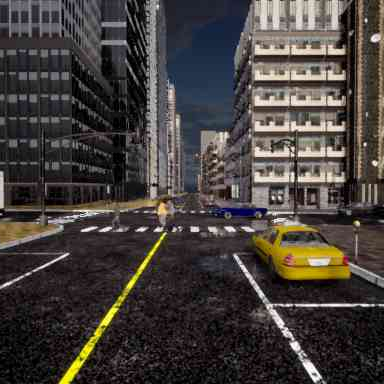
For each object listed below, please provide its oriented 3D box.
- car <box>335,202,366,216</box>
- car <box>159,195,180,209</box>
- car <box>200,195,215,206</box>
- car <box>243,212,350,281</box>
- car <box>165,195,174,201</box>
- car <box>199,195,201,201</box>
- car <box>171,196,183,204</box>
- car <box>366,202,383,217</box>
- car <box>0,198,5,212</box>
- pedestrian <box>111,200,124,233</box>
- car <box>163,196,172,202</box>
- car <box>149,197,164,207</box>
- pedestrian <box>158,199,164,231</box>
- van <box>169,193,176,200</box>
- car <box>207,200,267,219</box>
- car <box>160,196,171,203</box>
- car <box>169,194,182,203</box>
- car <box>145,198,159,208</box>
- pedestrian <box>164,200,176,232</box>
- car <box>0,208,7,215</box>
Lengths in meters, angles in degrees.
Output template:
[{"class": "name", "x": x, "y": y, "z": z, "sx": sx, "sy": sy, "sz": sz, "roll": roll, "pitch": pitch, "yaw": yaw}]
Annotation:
[{"class": "car", "x": 16.376, "y": 1.624, "z": 32.635, "sx": 4.403, "sy": 1.369, "sz": 2.008, "roll": 0, "pitch": 0, "yaw": 1}, {"class": "car", "x": -3.002, "y": 1.494, "z": 45.865, "sx": 1.837, "sy": 1.490, "sz": 4.892, "roll": 0, "pitch": 0, "yaw": 0}, {"class": "car", "x": 2.779, "y": 1.539, "z": 53.138, "sx": 2.008, "sy": 1.369, "sz": 4.403, "roll": -1, "pitch": 0, "yaw": 0}, {"class": "car", "x": 2.825, "y": 1.523, "z": 9.698, "sx": 1.752, "sy": 1.417, "sz": 4.829, "roll": -1, "pitch": 0, "yaw": 0}, {"class": "car", "x": -5.547, "y": 1.530, "z": 81.426, "sx": 1.887, "sy": 1.381, "sz": 4.507, "roll": -1, "pitch": 0, "yaw": 0}, {"class": "car", "x": 2.843, "y": 1.425, "z": 87.065, "sx": 1.967, "sy": 1.590, "sz": 4.097, "roll": -1, "pitch": 0, "yaw": 0}, {"class": "car", "x": -2.904, "y": 1.534, "z": 66.617, "sx": 2.033, "sy": 1.411, "sz": 5.357, "roll": 0, "pitch": 0, "yaw": 1}, {"class": "car", "x": 18.932, "y": 1.615, "z": 29.997, "sx": 5.008, "sy": 1.535, "sz": 1.882, "roll": 1, "pitch": 1, "yaw": 1}, {"class": "car", "x": -21.598, "y": 1.276, "z": 33.206, "sx": 4.829, "sy": 1.417, "sz": 1.752, "roll": 0, "pitch": 0, "yaw": 1}, {"class": "pedestrian", "x": -4.059, "y": 1.289, "z": 17.866, "sx": 0.375, "sy": 1.860, "sz": 0.375, "roll": -1, "pitch": 1, "yaw": 0}, {"class": "car", "x": -5.557, "y": 1.568, "z": 75.771, "sx": 1.802, "sy": 1.307, "sz": 4.206, "roll": -1, "pitch": 0, "yaw": 0}, {"class": "car", "x": -5.601, "y": 1.554, "z": 53.153, "sx": 1.947, "sy": 1.339, "sz": 4.313, "roll": -1, "pitch": 0, "yaw": 0}, {"class": "pedestrian", "x": -1.649, "y": 1.289, "z": 19.059, "sx": 0.375, "sy": 1.860, "sz": 0.375, "roll": -1, "pitch": 1, "yaw": 0}, {"class": "van", "x": -5.528, "y": 1.325, "z": 92.736, "sx": 1.690, "sy": 1.788, "sz": 3.998, "roll": -1, "pitch": 0, "yaw": 0}, {"class": "car", "x": 4.040, "y": 1.611, "z": 28.732, "sx": 4.718, "sy": 1.301, "sz": 1.895, "roll": 1, "pitch": 0, "yaw": -22}, {"class": "car", "x": -5.568, "y": 1.531, "z": 70.117, "sx": 1.887, "sy": 1.381, "sz": 4.507, "roll": -1, "pitch": 0, "yaw": 0}, {"class": "car", "x": -2.981, "y": 1.514, "z": 55.612, "sx": 1.812, "sy": 1.442, "sz": 4.674, "roll": 0, "pitch": 0, "yaw": 0}, {"class": "car", "x": -5.612, "y": 1.515, "z": 47.329, "sx": 1.752, "sy": 1.417, "sz": 4.829, "roll": -1, "pitch": 0, "yaw": 0}, {"class": "pedestrian", "x": -1.215, "y": 1.289, "z": 18.458, "sx": 0.375, "sy": 1.860, "sz": 0.375, "roll": -1, "pitch": 1, "yaw": 0}, {"class": "car", "x": -18.277, "y": 1.423, "z": 27.392, "sx": 5.357, "sy": 1.411, "sz": 2.033, "roll": 0, "pitch": 1, "yaw": 1}]
